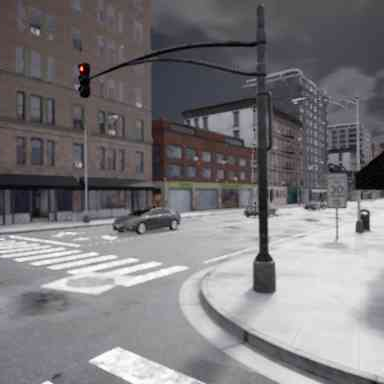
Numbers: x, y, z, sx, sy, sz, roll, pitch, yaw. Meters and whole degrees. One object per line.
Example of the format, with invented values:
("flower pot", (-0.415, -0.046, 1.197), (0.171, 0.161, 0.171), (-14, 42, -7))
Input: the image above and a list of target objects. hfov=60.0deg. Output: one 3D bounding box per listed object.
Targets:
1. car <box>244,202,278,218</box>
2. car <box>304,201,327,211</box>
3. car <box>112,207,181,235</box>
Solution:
("car", (6.995, 1.781, 33.387), (1.837, 1.490, 4.892), (-1, -1, 37))
("car", (17.809, 1.993, 47.769), (2.033, 1.411, 5.357), (-1, -1, 37))
("car", (-2.658, 1.685, 20.413), (1.837, 1.490, 4.892), (-1, -1, 37))
